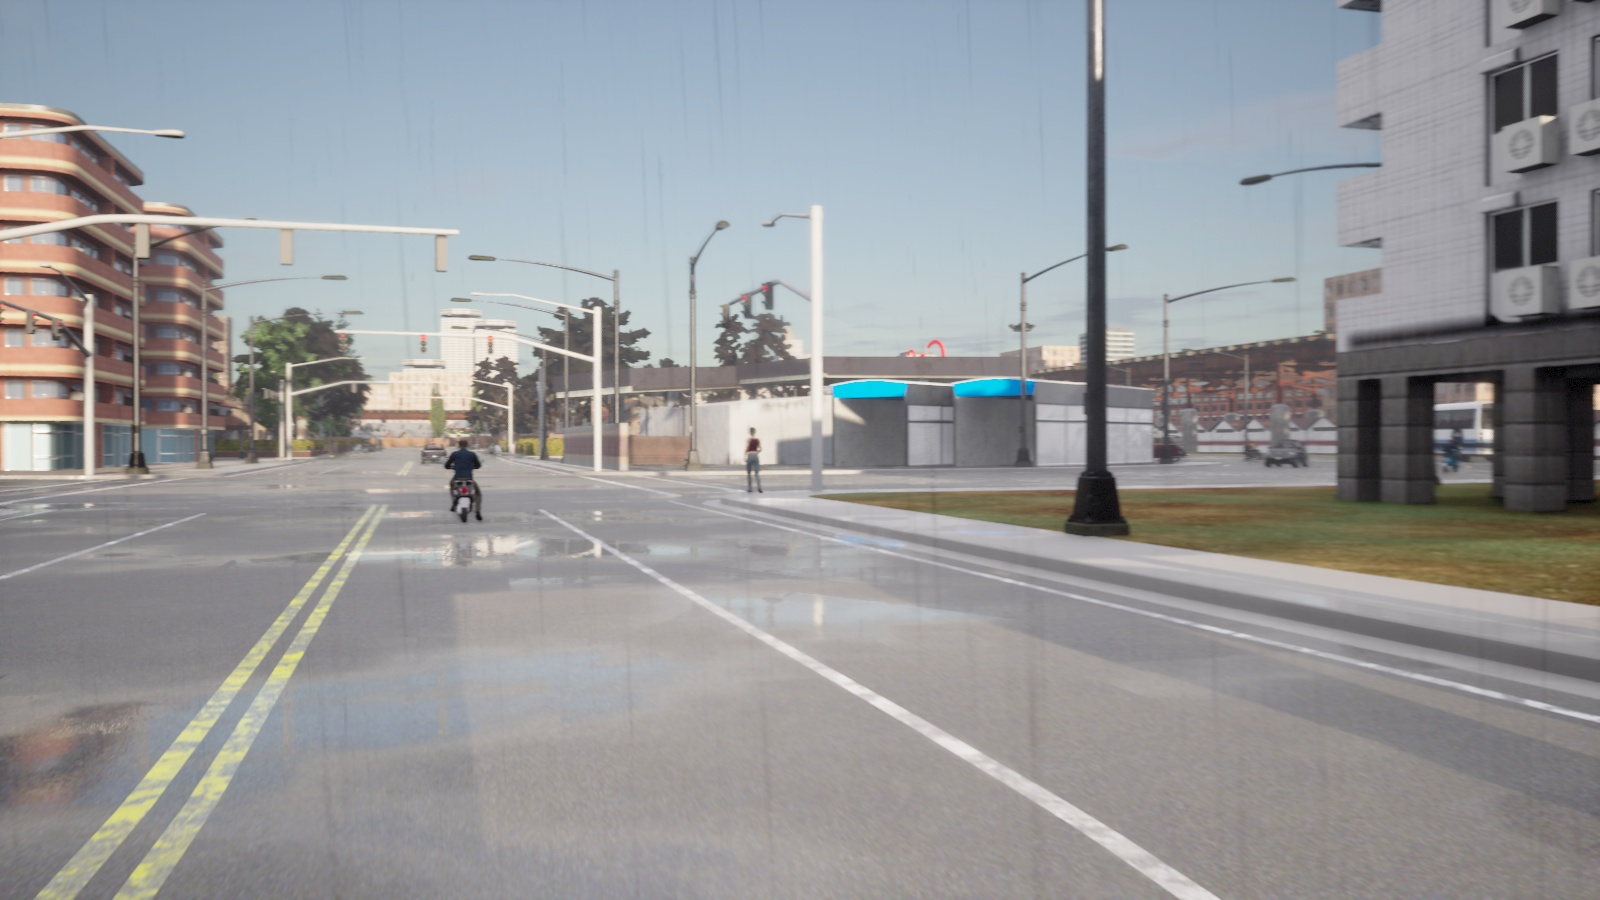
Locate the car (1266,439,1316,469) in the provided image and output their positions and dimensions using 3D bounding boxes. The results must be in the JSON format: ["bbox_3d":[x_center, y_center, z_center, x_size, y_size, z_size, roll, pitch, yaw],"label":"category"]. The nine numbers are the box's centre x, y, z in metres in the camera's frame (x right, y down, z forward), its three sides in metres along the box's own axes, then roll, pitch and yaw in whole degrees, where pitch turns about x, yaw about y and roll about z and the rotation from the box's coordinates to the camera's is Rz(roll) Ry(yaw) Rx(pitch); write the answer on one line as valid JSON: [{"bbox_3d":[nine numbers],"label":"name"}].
[{"bbox_3d":[28.073,0.212,71.673,1.851,1.617,3.988,0,0,34],"label":"car"}]

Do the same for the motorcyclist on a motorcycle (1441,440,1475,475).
[{"bbox_3d":[30.863,0.337,58.913,1.817,1.590,0.866,0,0,-44],"label":"motorcyclist on a motorcycle"}]

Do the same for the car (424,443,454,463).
[{"bbox_3d":[-27.181,0.194,94.403,2.128,1.511,4.902,0,0,-17],"label":"car"}]

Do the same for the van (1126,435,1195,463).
[{"bbox_3d":[26.134,-0.041,91.130,4.442,1.987,1.775,0,0,38],"label":"van"}]

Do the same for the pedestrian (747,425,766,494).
[{"bbox_3d":[-1.164,0.258,33.841,0.345,1.836,0.594,0,0,-19],"label":"pedestrian"}]

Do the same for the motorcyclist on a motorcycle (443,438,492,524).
[{"bbox_3d":[-6.434,0.569,24.242,0.866,1.590,1.817,0,0,-16],"label":"motorcyclist on a motorcycle"}]
